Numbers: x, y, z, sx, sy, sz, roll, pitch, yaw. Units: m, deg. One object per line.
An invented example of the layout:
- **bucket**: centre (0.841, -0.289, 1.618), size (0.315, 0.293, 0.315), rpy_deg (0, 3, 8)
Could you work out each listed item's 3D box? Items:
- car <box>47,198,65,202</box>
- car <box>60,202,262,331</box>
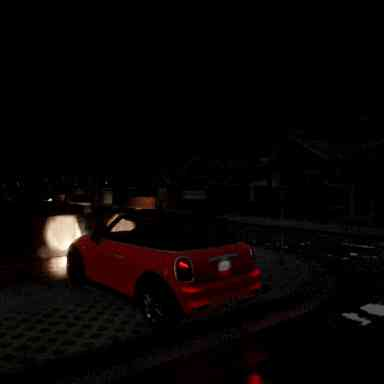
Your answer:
- **car**: centre (-19.073, 1.510, 46.611), size (2.033, 1.411, 5.357), rpy_deg (0, 0, -35)
- **car**: centre (-0.879, 1.190, 6.892), size (2.097, 1.767, 4.553), rpy_deg (0, 0, -41)
